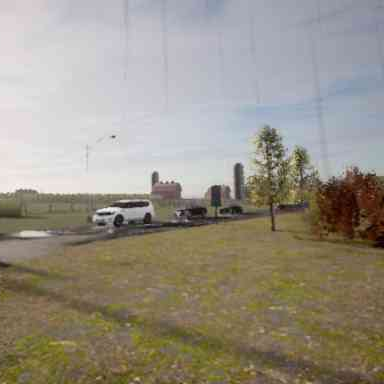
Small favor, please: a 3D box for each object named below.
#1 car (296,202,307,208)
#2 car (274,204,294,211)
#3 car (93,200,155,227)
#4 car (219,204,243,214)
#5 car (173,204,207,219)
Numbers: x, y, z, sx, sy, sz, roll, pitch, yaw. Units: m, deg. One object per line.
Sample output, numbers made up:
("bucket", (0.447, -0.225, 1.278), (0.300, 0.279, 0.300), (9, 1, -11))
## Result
("car", (19.628, 2.029, 60.966), (2.150, 2.045, 5.566), (-2, -2, 31))
("car", (14.420, 2.198, 52.428), (1.837, 1.490, 4.892), (-2, -2, 32))
("car", (-5.436, 1.684, 27.424), (2.150, 2.045, 5.566), (-2, -2, 34))
("car", (5.193, 2.244, 44.480), (1.994, 1.385, 4.181), (-2, -2, 32))
("car", (-0.124, 2.062, 35.952), (2.128, 1.511, 4.902), (-2, -2, 32))
